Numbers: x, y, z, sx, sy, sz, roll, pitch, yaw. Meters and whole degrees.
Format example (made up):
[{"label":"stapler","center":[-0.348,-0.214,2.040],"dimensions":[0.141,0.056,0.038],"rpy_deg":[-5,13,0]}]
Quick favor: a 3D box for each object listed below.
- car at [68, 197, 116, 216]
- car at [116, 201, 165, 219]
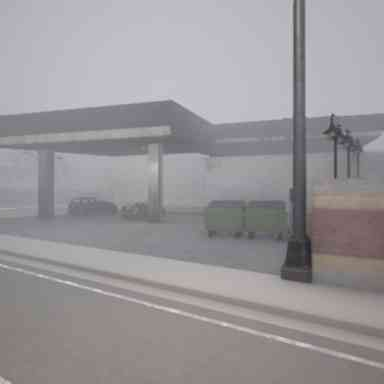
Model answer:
[{"label":"car","center":[-9.148,1.307,30.999],"dimensions":[2.242,1.667,4.611],"rpy_deg":[0,0,37]},{"label":"car","center":[-4.073,1.465,28.200],"dimensions":[1.970,1.475,3.806],"rpy_deg":[0,0,37]}]
